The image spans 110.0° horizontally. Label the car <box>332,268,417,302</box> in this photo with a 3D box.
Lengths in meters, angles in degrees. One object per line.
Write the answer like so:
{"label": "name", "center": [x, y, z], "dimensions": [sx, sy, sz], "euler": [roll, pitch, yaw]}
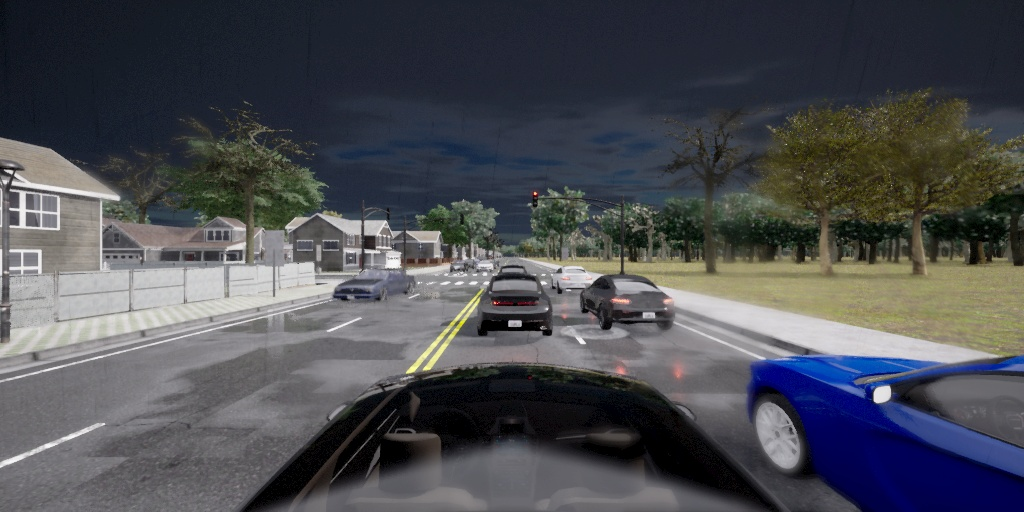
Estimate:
{"label": "car", "center": [-6.279, 1.297, 17.175], "dimensions": [2.033, 1.411, 5.357], "euler": [0, 0, 6]}

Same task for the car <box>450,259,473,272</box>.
{"label": "car", "center": [-6.587, 1.233, 45.091], "dimensions": [2.128, 1.511, 4.902], "euler": [0, 0, 0]}

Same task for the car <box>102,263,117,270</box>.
{"label": "car", "center": [-34.666, 1.333, 30.874], "dimensions": [4.674, 1.442, 1.812], "euler": [0, 0, 0]}

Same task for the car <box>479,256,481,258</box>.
{"label": "car", "center": [-6.545, 1.251, 65.019], "dimensions": [1.812, 1.442, 4.674], "euler": [0, 0, 1]}

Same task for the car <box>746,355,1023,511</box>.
{"label": "car", "center": [3.350, 1.228, 1.695], "dimensions": [1.882, 1.535, 5.008], "euler": [0, 0, 0]}

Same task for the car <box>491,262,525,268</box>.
{"label": "car", "center": [0.060, 1.255, 19.786], "dimensions": [1.837, 1.490, 4.892], "euler": [0, 0, 0]}

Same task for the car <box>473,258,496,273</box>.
{"label": "car", "center": [-3.339, 1.268, 44.642], "dimensions": [1.812, 1.442, 4.674], "euler": [0, 0, 0]}

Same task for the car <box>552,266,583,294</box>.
{"label": "car", "center": [3.313, 1.276, 20.114], "dimensions": [1.812, 1.442, 4.674], "euler": [0, 0, 0]}

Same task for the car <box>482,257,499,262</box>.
{"label": "car", "center": [-3.328, 1.238, 55.002], "dimensions": [1.837, 1.490, 4.892], "euler": [0, 0, 1]}

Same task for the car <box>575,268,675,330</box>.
{"label": "car", "center": [3.334, 1.276, 11.009], "dimensions": [1.812, 1.442, 4.674], "euler": [0, 0, 0]}

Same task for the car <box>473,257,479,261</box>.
{"label": "car", "center": [-6.579, 1.238, 55.084], "dimensions": [1.837, 1.490, 4.892], "euler": [0, 0, 0]}

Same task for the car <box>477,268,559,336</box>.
{"label": "car", "center": [0.084, 1.255, 10.370], "dimensions": [1.837, 1.490, 4.892], "euler": [0, 0, 0]}
